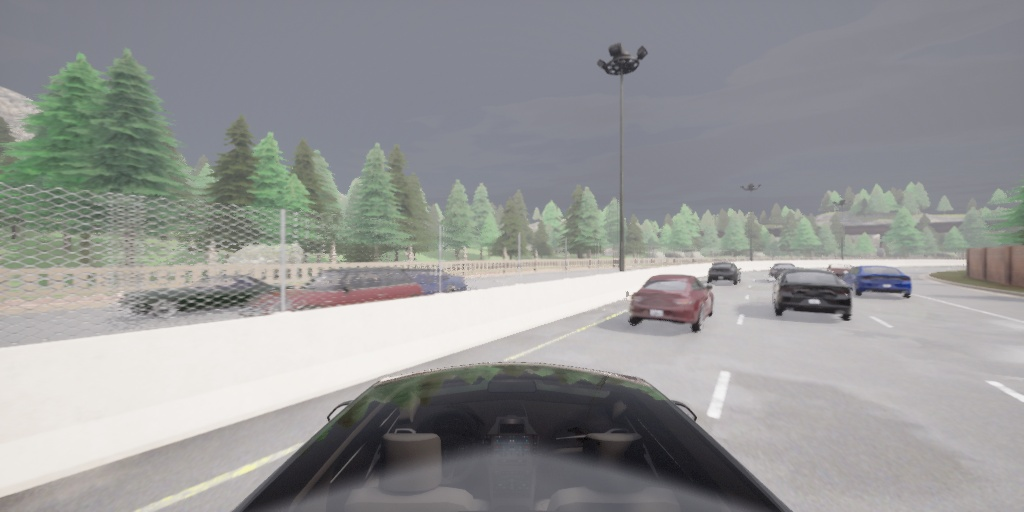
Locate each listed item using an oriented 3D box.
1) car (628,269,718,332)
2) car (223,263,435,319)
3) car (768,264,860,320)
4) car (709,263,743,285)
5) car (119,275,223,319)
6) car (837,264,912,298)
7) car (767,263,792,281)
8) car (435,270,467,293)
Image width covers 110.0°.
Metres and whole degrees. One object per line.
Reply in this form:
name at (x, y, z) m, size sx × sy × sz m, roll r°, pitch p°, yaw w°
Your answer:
car at (4.936, 1.269, 10.927) m, size 1.812 × 1.442 × 4.674 m, roll 0°, pitch 0°, yaw 34°
car at (-4.603, 1.104, 9.753) m, size 2.097 × 1.767 × 4.553 m, roll 0°, pitch 0°, yaw 34°
car at (10.462, 1.215, 12.790) m, size 1.882 × 1.535 × 5.008 m, roll 0°, pitch 0°, yaw 34°
car at (15.655, 1.234, 26.407) m, size 1.837 × 1.490 × 4.892 m, roll 0°, pitch 0°, yaw 36°
car at (-10.808, 1.357, 13.086) m, size 1.895 × 1.301 × 4.718 m, roll 0°, pitch 0°, yaw 34°
car at (18.676, 1.206, 18.554) m, size 1.882 × 1.535 × 5.008 m, roll 0°, pitch 0°, yaw 35°
car at (20.959, 1.250, 27.662) m, size 1.812 × 1.442 × 4.674 m, roll 0°, pitch 0°, yaw 38°
car at (-4.379, 1.297, 16.265) m, size 2.033 × 1.411 × 5.357 m, roll 0°, pitch 0°, yaw 34°
